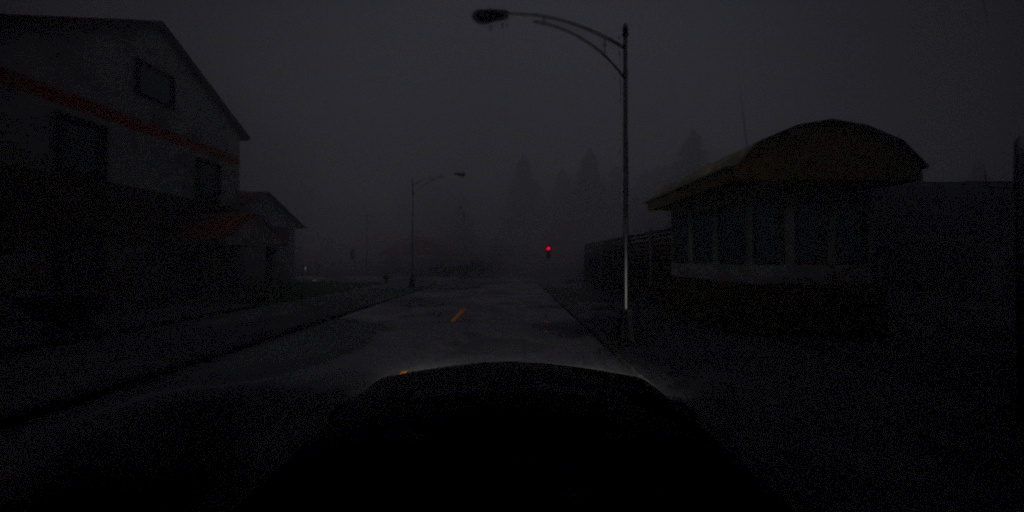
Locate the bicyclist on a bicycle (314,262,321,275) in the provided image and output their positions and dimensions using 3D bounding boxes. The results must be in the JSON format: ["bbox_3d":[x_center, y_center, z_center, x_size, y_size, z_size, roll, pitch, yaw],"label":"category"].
[{"bbox_3d":[-23.965,1.554,44.224,0.582,1.620,1.656,0,0,0],"label":"bicyclist on a bicycle"}]
